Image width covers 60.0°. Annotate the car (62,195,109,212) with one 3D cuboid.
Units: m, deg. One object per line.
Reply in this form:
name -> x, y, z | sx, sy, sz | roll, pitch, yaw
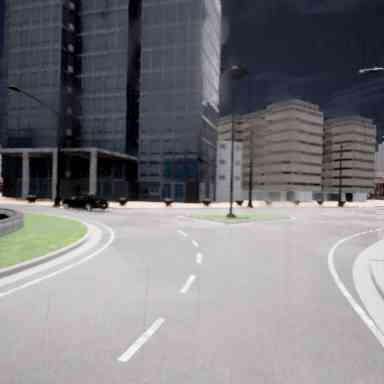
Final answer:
car -> -10.199, 1.010, 31.735 | 5.008, 1.535, 1.882 | 1, 0, 30
